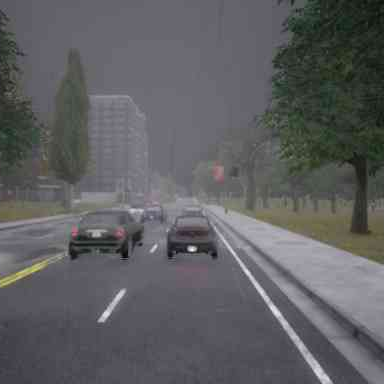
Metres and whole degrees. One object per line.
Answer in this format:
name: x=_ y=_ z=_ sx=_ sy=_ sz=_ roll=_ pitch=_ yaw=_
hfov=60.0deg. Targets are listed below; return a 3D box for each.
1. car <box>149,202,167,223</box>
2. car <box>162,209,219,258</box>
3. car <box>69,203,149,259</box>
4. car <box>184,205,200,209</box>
car: x=-3.225 y=1.888 z=28.917 sx=1.812 sy=1.442 sz=4.674 roll=0 pitch=-1 yaw=0
car: x=0.022 y=1.662 z=13.517 sx=1.837 sy=1.490 sz=4.892 roll=0 pitch=0 yaw=0
car: x=-3.227 y=1.505 z=13.452 sx=2.097 sy=1.767 sz=4.553 roll=0 pitch=-1 yaw=0
car: x=0.025 y=1.887 z=28.910 sx=1.812 sy=1.442 sz=4.674 roll=0 pitch=-1 yaw=0
